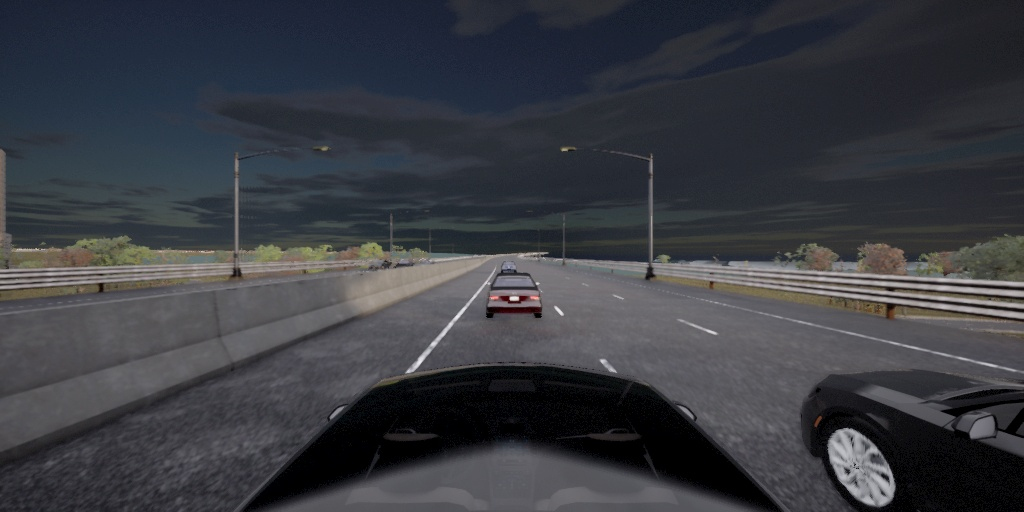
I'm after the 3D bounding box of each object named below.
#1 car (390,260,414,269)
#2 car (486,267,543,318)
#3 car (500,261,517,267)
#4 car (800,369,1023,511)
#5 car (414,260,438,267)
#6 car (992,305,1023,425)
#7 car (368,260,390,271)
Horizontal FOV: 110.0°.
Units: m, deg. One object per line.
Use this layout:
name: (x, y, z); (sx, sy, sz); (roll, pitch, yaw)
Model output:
car: (-14.703, 1.279, 49.616); (2.033, 1.411, 5.357); (0, 0, -1)
car: (0.051, 1.295, 13.018); (2.033, 1.411, 5.357); (0, 0, 0)
car: (-0.388, 1.283, 42.039); (2.033, 1.411, 5.357); (0, 0, -1)
car: (3.592, 1.254, 1.315); (1.837, 1.490, 4.892); (0, 0, 0)
car: (-11.182, 1.225, 48.213); (2.128, 1.511, 4.902); (0, 0, -1)
car: (7.091, 1.313, 2.461); (1.994, 1.385, 4.181); (0, 0, 0)
car: (-18.204, 1.240, 49.572); (1.837, 1.490, 4.892); (0, -1, -1)
